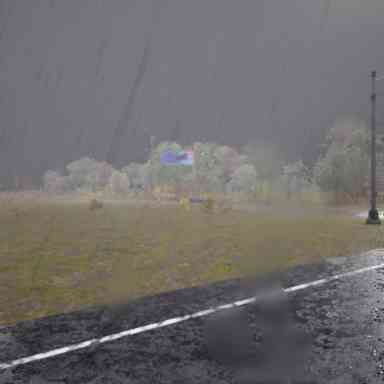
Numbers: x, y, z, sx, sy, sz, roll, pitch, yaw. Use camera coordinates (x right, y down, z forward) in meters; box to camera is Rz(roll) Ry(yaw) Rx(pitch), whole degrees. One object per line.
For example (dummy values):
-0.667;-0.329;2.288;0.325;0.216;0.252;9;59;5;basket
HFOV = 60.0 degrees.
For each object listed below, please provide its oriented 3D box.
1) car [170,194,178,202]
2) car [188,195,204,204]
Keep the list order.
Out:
-4.739;1.105;69.155;2.097;1.767;4.553;0;0;-34;car
0.953;1.374;60.684;1.837;1.490;4.892;0;0;-33;car
